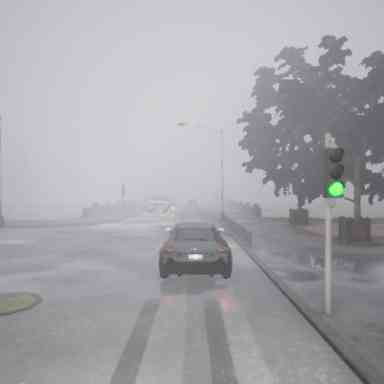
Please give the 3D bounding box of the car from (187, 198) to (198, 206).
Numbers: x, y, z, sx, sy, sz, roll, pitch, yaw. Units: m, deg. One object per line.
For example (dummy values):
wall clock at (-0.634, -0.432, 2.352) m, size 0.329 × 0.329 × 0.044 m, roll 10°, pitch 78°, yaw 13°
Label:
car at (0.100, 1.770, 59.670) m, size 1.882 × 1.535 × 5.008 m, roll 0°, pitch 0°, yaw 0°

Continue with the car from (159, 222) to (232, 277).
car at (0.093, 1.616, 10.409) m, size 1.994 × 1.385 × 4.181 m, roll 0°, pitch 0°, yaw 0°

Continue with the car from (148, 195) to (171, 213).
car at (-4.100, 1.423, 40.936) m, size 2.150 × 2.045 × 5.566 m, roll 0°, pitch 0°, yaw 0°

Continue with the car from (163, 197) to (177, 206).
car at (-3.999, 1.793, 61.428) m, size 2.128 × 1.511 × 4.902 m, roll 0°, pitch 0°, yaw 0°

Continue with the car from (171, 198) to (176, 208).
car at (-4.062, 1.799, 51.186) m, size 2.033 × 1.411 × 5.357 m, roll 0°, pitch 0°, yaw 0°
